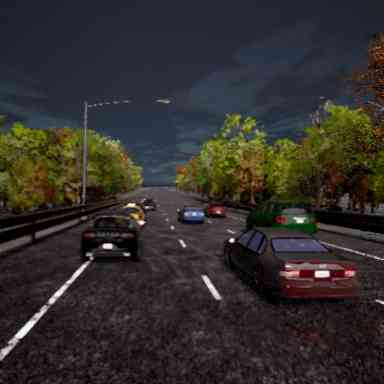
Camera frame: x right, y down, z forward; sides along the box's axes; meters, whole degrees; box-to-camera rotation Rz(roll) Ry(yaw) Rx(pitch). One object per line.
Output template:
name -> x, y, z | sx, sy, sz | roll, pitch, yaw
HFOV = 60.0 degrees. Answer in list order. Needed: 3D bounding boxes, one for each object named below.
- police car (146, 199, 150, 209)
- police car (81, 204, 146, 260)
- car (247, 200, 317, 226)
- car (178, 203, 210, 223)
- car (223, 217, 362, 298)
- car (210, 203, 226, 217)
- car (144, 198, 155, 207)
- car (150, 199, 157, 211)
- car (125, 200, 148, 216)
police car -> -4.877, 1.598, 28.741 | 1.930, 1.638, 5.238 | 1, -1, -7
police car -> -2.918, 1.490, 12.856 | 1.930, 1.638, 5.238 | 1, -1, -7
car -> 4.660, 1.469, 18.017 | 2.150, 2.045, 5.566 | 1, -1, -7
car -> -0.128, 1.800, 28.187 | 2.033, 1.411, 5.357 | 1, -1, -7
car -> 2.239, 1.670, 9.011 | 2.033, 1.411, 5.357 | 1, -1, -7
car -> 2.424, 1.896, 36.096 | 1.812, 1.442, 4.674 | 1, -1, -7
car -> -7.966, 1.941, 62.358 | 1.994, 1.385, 4.181 | 1, 0, -7
car -> -6.058, 1.821, 46.879 | 1.837, 1.490, 4.892 | 1, -1, -7
car -> -4.152, 1.589, 22.862 | 1.801, 1.575, 5.366 | 1, -1, -7
